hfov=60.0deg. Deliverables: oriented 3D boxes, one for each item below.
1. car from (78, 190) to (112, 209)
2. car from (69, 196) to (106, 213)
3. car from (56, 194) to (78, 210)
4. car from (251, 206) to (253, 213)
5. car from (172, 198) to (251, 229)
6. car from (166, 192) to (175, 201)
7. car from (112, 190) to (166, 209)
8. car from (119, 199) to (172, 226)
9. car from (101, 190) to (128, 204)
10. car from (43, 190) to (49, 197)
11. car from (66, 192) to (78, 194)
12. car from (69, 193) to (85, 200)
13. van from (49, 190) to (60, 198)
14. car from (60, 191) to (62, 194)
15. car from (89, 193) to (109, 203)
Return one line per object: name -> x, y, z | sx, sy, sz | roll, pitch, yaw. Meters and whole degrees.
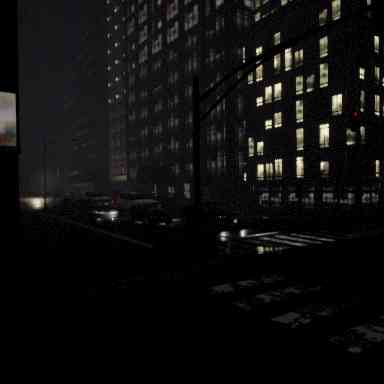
car -> -10.931, 0.927, 38.526 | 2.150, 2.045, 5.566 | -1, 1, -35
car -> -10.541, 1.354, 33.392 | 1.947, 1.339, 4.313 | -1, 1, -35
car -> -13.741, 1.289, 38.040 | 2.008, 1.369, 4.403 | -1, 1, -35
car -> 3.080, 1.278, 28.311 | 1.752, 1.417, 4.829 | -1, 1, -35
car -> 1.089, 1.382, 21.042 | 2.128, 1.511, 4.902 | -1, 1, -35
car -> -3.663, 0.963, 38.173 | 2.192, 1.841, 5.009 | -1, 1, -35
car -> -4.867, 1.021, 29.692 | 2.150, 2.045, 5.566 | -1, 1, -35
car -> -2.920, 1.455, 22.366 | 2.008, 1.369, 4.403 | -1, 1, -35
car -> -12.021, 0.733, 51.035 | 2.150, 2.045, 5.566 | -1, 1, -35
car -> -35.643, 0.689, 84.647 | 2.008, 1.369, 4.403 | -1, 1, -35
car -> -19.322, 1.082, 56.175 | 1.895, 1.301, 4.718 | -1, 1, -35
car -> -22.851, 0.889, 66.059 | 1.887, 1.381, 4.507 | -1, 1, -35
van -> -32.445, 0.531, 79.997 | 1.690, 1.788, 3.998 | -1, 1, -35
car -> -26.049, 0.733, 70.705 | 1.967, 1.590, 4.097 | -1, 1, -35
car -> -15.943, 0.919, 56.800 | 1.882, 1.535, 5.008 | -1, 1, -35
